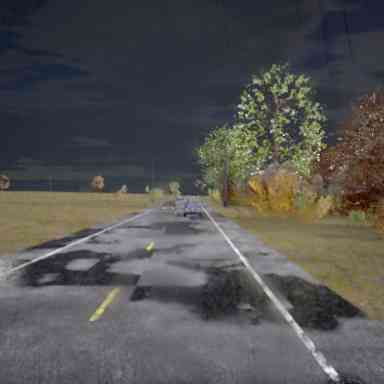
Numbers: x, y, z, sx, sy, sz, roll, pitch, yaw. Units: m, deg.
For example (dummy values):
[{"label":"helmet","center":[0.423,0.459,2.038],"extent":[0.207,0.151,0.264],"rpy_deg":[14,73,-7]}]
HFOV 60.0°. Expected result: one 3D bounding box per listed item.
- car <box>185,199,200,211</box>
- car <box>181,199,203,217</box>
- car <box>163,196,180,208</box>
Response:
[{"label":"car","center":[0.064,1.729,46.183],"extent":[2.033,1.411,5.357],"rpy_deg":[0,0,0]},{"label":"car","center":[0.077,1.677,33.033],"extent":[2.033,1.411,5.357],"rpy_deg":[0,0,-1]},{"label":"car","center":[-3.600,1.762,54.306],"extent":[2.033,1.411,5.357],"rpy_deg":[0,0,1]}]
